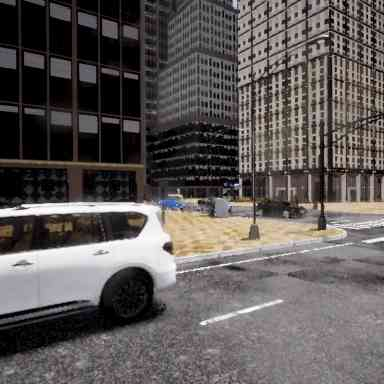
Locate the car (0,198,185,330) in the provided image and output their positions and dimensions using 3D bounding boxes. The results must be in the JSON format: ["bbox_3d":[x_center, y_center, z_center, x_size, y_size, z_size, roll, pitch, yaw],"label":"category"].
[{"bbox_3d":[-2.901,1.223,5.609,5.566,2.045,2.150,0,0,-35],"label":"car"}]

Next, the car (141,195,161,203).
[{"bbox_3d":[-7.822,1.239,62.602,1.887,1.381,4.507,0,0,-34],"label":"car"}]

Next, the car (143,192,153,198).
[{"bbox_3d":[-6.396,1.252,55.771,1.837,1.490,4.892,-1,1,-34],"label":"car"}]

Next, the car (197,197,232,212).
[{"bbox_3d":[2.448,1.362,37.053,2.128,1.511,4.902,-1,1,-34],"label":"car"}]

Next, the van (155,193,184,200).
[{"bbox_3d":[-2.360,1.211,39.550,1.690,1.788,3.998,0,0,-34],"label":"van"}]

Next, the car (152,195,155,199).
[{"bbox_3d":[-3.203,1.348,45.431,1.812,1.442,4.674,-1,1,-34],"label":"car"}]

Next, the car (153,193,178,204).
[{"bbox_3d":[-4.721,1.036,58.011,2.192,1.841,5.009,0,0,-34],"label":"car"}]

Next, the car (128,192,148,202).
[{"bbox_3d":[-10.924,0.982,67.191,2.192,1.841,5.009,0,0,-34],"label":"car"}]

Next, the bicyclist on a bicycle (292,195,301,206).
[{"bbox_3d":[12.028,1.119,38.473,1.656,1.620,0.582,-1,1,-34],"label":"bicyclist on a bicycle"}]

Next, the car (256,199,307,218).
[{"bbox_3d":[7.723,1.420,29.245,1.837,1.490,4.892,-1,1,-34],"label":"car"}]
